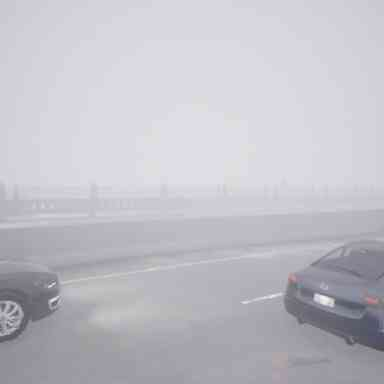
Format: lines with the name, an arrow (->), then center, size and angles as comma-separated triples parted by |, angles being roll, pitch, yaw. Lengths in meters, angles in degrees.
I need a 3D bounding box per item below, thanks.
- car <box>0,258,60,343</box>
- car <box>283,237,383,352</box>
car -> -4.488, 1.484, 4.727 | 4.892, 1.490, 1.837 | -1, 0, -36
car -> 3.613, 1.511, 5.818 | 4.181, 1.385, 1.994 | 0, 0, -31
